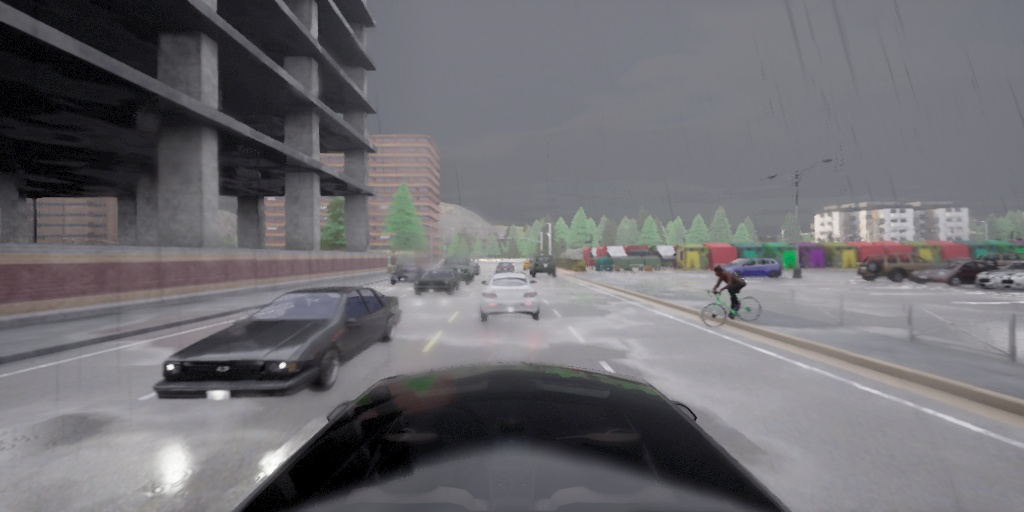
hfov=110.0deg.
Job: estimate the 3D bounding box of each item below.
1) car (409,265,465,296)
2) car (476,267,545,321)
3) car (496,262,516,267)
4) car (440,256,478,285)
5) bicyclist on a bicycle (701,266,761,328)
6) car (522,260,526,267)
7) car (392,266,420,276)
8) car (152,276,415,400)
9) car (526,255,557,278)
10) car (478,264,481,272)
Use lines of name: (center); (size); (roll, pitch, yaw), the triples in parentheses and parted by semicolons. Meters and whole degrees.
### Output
car: (-3.953, 1.380, 19.617); (1.895, 1.301, 4.718); (0, 0, -1)
car: (-0.090, 1.274, 12.427); (1.812, 1.442, 4.674); (0, 0, -1)
car: (-0.640, 1.294, 35.246); (2.033, 1.411, 5.357); (0, 0, -1)
car: (-4.012, 1.053, 26.599); (2.150, 2.045, 5.566); (0, 0, -1)
bicyclist on a bicycle: (5.813, 1.061, 9.630); (1.656, 1.620, 0.582); (-10, 0, -1)
car: (2.525, 1.192, 50.596); (1.882, 1.535, 5.008); (0, 0, -1)
car: (-7.509, 1.408, 26.552); (1.994, 1.385, 4.181); (0, 0, -1)
car: (-3.682, 1.328, 7.083); (2.033, 1.411, 5.357); (0, 0, -1)
car: (2.878, 0.938, 33.909); (2.150, 2.045, 5.566); (0, 0, -1)
car: (-4.262, 1.323, 37.615); (2.033, 1.411, 5.357); (0, 0, -1)
